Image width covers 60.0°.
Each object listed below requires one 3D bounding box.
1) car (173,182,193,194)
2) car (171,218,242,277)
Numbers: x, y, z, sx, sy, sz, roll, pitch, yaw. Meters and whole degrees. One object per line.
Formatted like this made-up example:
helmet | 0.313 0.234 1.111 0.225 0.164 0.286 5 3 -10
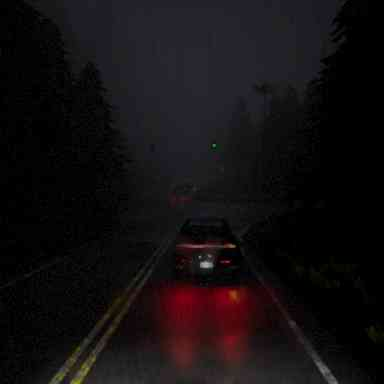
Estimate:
car | -1.205 -0.614 44.431 1.812 1.442 4.674 1 9 13
car | 0.443 1.566 10.495 2.128 1.511 4.902 0 0 2
